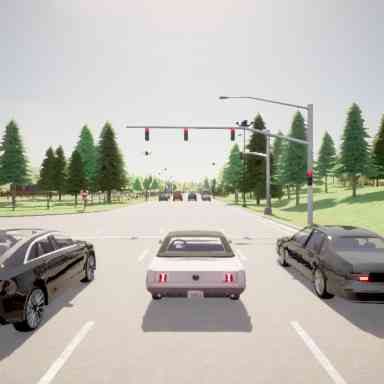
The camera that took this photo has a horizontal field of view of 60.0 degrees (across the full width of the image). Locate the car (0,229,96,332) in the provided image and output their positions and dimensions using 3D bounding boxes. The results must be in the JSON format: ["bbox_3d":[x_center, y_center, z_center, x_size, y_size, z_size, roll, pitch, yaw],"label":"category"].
[{"bbox_3d":[-3.425,1.492,6.805,2.128,1.511,4.902,0,0,0],"label":"car"}]

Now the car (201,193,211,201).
[{"bbox_3d":[3.558,1.517,80.612,2.128,1.511,4.902,0,0,0],"label":"car"}]

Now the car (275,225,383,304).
[{"bbox_3d":[3.586,1.547,8.369,2.033,1.411,5.357,0,0,0],"label":"car"}]

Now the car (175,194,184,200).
[{"bbox_3d":[-3.434,1.357,91.037,2.128,1.511,4.902,0,0,0],"label":"car"}]

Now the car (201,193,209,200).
[{"bbox_3d":[3.566,1.187,91.002,2.097,1.767,4.553,0,0,0],"label":"car"}]

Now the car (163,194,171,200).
[{"bbox_3d":[-6.934,1.332,91.039,1.837,1.490,4.892,0,0,0],"label":"car"}]

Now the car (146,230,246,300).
[{"bbox_3d":[0.085,1.601,8.343,1.895,1.301,4.718,0,0,0],"label":"car"}]

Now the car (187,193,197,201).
[{"bbox_3d":[0.058,1.217,80.644,2.150,2.045,5.566,0,0,0],"label":"car"}]

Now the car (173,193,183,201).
[{"bbox_3d":[-3.442,1.217,80.647,2.150,2.045,5.566,0,0,0],"label":"car"}]

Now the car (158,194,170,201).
[{"bbox_3d":[-6.942,1.347,81.006,2.097,1.767,4.553,0,0,0],"label":"car"}]
